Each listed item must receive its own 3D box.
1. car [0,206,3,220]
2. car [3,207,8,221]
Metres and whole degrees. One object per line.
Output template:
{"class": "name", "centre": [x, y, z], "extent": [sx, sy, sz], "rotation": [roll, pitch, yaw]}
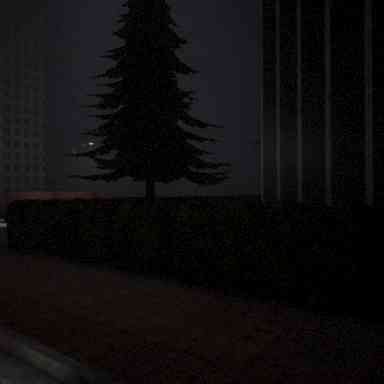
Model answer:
{"class": "car", "centre": [-17.333, 1.786, 27.923], "extent": [1.994, 1.385, 4.181], "rotation": [0, 0, 36]}
{"class": "car", "centre": [-12.832, 1.708, 28.204], "extent": [1.837, 1.490, 4.892], "rotation": [0, 0, 36]}
